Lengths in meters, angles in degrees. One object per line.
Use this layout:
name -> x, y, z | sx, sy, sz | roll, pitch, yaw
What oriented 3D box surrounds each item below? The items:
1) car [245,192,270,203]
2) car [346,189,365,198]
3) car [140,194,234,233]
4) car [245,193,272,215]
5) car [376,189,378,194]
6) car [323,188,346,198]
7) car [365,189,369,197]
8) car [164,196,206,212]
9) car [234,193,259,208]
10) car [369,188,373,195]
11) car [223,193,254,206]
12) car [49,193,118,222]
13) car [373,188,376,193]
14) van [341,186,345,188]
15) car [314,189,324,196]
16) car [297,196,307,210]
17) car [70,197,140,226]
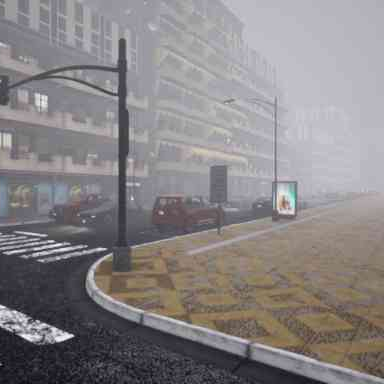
car -> 8.921, 0.753, 45.151 | 1.802, 1.307, 4.206 | 2, 2, 35
car -> 28.548, 0.308, 58.581 | 1.887, 1.381, 4.507 | 1, 2, 35
car -> -0.076, 1.025, 17.671 | 2.192, 1.841, 5.009 | 1, 2, 35
car -> 6.284, 1.068, 26.767 | 1.947, 1.339, 4.313 | 1, 2, 35
car -> 44.449, -0.221, 81.304 | 2.008, 1.369, 4.403 | 1, 2, 35
car -> 24.697, 0.379, 57.622 | 1.994, 1.385, 4.181 | 0, 1, 35
car -> 31.728, 0.097, 63.122 | 1.967, 1.590, 4.097 | 1, 2, 35
car -> -0.618, 1.068, 31.520 | 1.802, 1.307, 4.206 | 2, 2, 35
car -> 5.180, 0.917, 35.306 | 2.033, 1.411, 5.357 | 0, 1, 35
car -> 34.908, 0.095, 67.670 | 1.887, 1.381, 4.507 | 1, 2, 35
car -> 5.741, 0.828, 40.607 | 2.008, 1.369, 4.403 | 2, 2, 35
car -> -6.976, 1.009, 22.425 | 2.192, 1.841, 5.009 | 1, 2, 35
car -> 38.089, -0.012, 72.215 | 1.887, 1.381, 4.507 | 1, 2, 35
van -> 37.540, -0.447, 86.039 | 1.690, 1.788, 3.998 | 2, 2, 35
car -> 28.000, -0.026, 72.410 | 1.967, 1.590, 4.097 | 2, 2, 35
car -> 9.464, 0.964, 31.312 | 1.947, 1.339, 4.313 | 1, 2, 35
car -> -4.638, 1.239, 21.256 | 2.033, 1.411, 5.357 | 0, 1, 36
